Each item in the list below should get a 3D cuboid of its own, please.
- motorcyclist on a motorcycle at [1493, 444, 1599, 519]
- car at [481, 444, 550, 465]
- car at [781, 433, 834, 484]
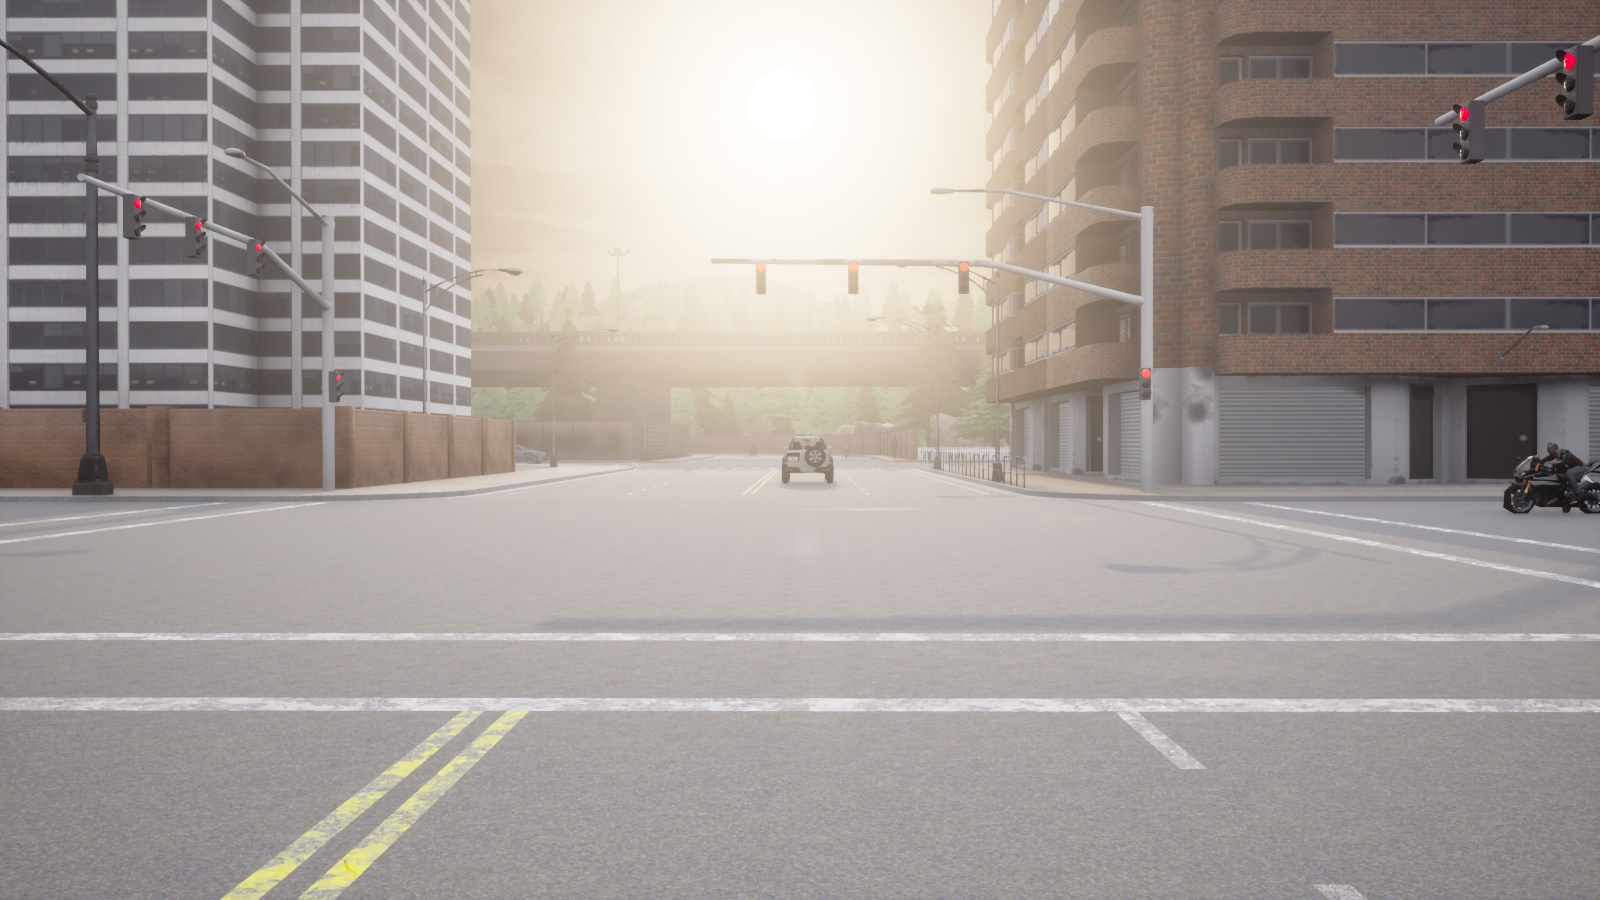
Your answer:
[{"bbox_3d":[15.862,0.646,26.328,2.191,1.530,0.866,0,0,1],"label":"motorcyclist on a motorcycle"},{"bbox_3d":[-18.803,0.271,83.105,4.181,1.385,1.994,0,0,0],"label":"car"},{"bbox_3d":[0.290,0.293,47.982,1.932,1.855,4.605,0,0,0],"label":"car"}]
